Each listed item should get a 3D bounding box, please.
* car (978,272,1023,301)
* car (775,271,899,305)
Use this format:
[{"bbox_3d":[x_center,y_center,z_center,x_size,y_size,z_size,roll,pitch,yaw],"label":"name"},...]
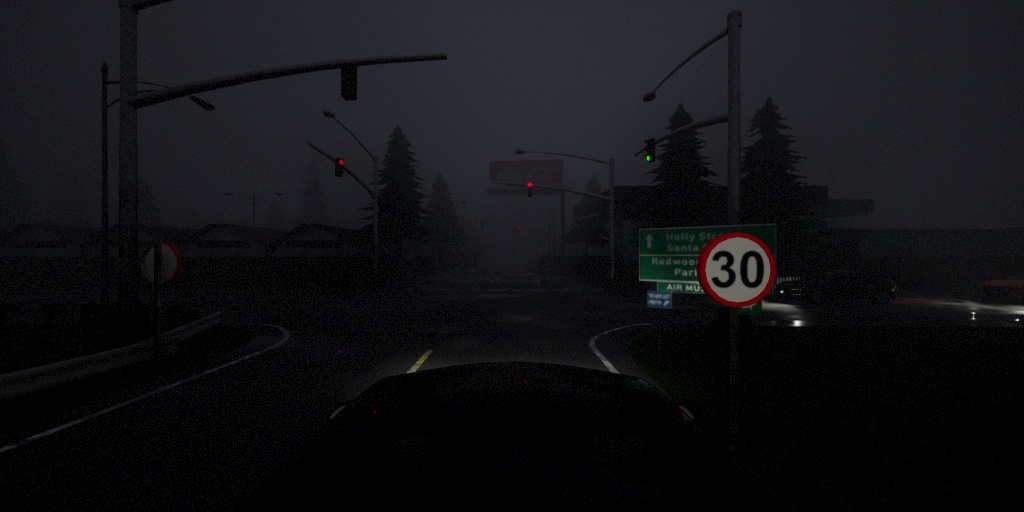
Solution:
[{"bbox_3d":[25.132,1.419,16.811,5.008,1.535,1.882,0,0,1],"label":"car"},{"bbox_3d":[15.196,1.446,16.940,4.892,1.490,1.837,0,0,1],"label":"car"}]
